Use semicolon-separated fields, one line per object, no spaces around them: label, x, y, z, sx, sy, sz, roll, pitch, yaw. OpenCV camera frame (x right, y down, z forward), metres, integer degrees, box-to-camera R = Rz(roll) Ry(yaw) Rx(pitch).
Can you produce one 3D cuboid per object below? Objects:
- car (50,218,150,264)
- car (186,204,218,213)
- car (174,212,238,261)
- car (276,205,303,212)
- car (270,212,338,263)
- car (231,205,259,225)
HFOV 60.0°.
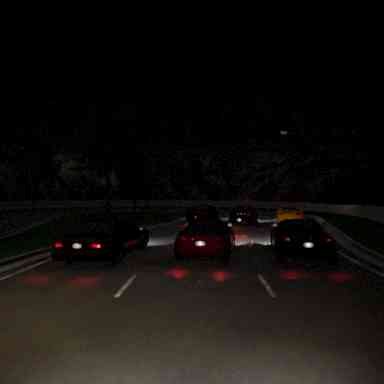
car;-3.084;1.679;12.350;2.033;1.411;5.357;0;-1;8
car;0.975;1.775;28.173;1.882;1.535;5.008;0;0;16
car;0.608;1.703;13.019;1.994;1.385;4.181;0;-1;10
car;7.705;1.755;26.211;1.882;1.535;5.008;0;0;17
car;4.108;1.700;12.730;1.994;1.385;4.181;0;-1;10
car;4.137;1.787;26.483;1.837;1.490;4.892;0;0;17
